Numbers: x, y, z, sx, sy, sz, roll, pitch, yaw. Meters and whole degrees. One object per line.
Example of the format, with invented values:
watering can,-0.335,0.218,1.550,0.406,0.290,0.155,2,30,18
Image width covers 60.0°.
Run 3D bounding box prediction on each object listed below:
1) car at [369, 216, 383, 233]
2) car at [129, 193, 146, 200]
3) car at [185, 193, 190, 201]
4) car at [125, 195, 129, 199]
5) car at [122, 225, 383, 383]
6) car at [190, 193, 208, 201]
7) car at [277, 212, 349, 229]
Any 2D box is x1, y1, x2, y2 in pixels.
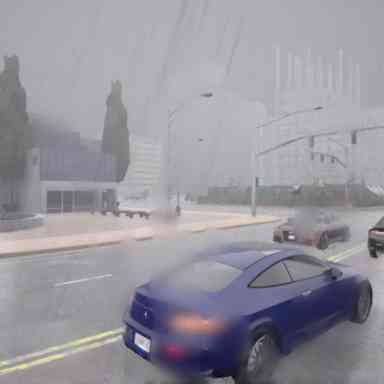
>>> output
car,7.747,1.487,11.790,2.128,1.511,4.902,0,0,43
car,-14.188,1.142,90.002,1.905,1.878,3.866,0,0,44
car,0.013,1.141,76.458,1.905,1.878,3.866,0,0,44
car,-16.241,1.139,92.043,1.932,1.855,4.605,0,0,44
car,1.163,1.524,5.278,4.674,1.442,1.812,0,0,-42
car,2.096,1.380,74.448,1.970,1.475,3.806,0,0,44
car,5.212,1.560,14.324,1.994,1.385,4.181,0,0,43
